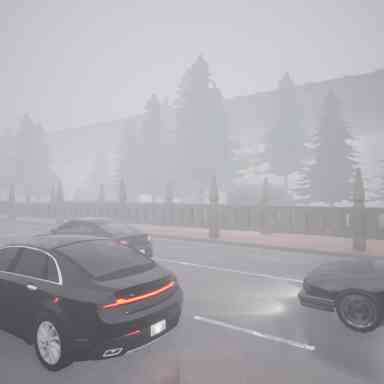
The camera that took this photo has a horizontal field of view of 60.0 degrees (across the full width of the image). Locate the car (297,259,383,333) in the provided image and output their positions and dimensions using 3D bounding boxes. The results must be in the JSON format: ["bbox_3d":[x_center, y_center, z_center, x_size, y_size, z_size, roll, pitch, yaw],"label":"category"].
[{"bbox_3d":[4.510,1.547,5.075,5.357,1.411,2.033,0,0,35],"label":"car"}]

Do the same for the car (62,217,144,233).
[{"bbox_3d":[-3.305,1.526,10.637,4.674,1.442,1.812,0,0,35],"label":"car"}]

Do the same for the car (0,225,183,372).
[{"bbox_3d":[-2.411,1.505,5.707,4.892,1.490,1.837,0,0,35],"label":"car"}]
